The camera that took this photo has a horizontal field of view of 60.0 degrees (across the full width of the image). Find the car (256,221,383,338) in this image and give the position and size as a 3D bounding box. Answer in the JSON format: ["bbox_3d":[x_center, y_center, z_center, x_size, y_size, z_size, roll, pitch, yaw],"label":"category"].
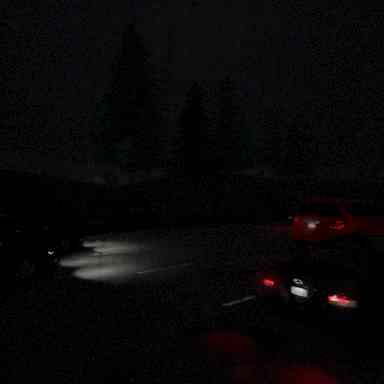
[{"bbox_3d":[3.593,1.573,6.653,5.357,1.411,2.033,0,0,-39],"label":"car"}]

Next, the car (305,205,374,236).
[{"bbox_3d":[8.853,1.602,19.818,4.674,1.442,1.812,0,0,-38],"label":"car"}]

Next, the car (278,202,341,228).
[{"bbox_3d":[8.576,1.576,24.068,5.008,1.535,1.882,0,0,-39],"label":"car"}]

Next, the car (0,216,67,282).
[{"bbox_3d":[-5.986,1.561,8.367,4.892,1.490,1.837,0,0,-35],"label":"car"}]

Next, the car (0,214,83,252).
[{"bbox_3d":[-6.556,1.583,12.233,4.892,1.490,1.837,0,0,-36],"label":"car"}]

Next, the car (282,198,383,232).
[{"bbox_3d":[6.295,1.273,13.313,5.566,2.045,2.150,0,0,-38],"label":"car"}]
